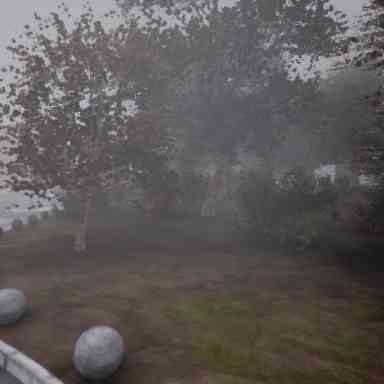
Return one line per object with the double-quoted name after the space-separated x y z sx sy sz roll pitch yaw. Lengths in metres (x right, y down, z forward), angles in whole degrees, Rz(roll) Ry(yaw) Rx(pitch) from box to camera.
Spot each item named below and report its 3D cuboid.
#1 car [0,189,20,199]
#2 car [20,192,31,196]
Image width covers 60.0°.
-28.109 0.105 48.932 1.946 1.575 5.366 0 3 2 "car"
-27.915 -0.435 54.718 2.435 2.045 5.566 0 3 2 "car"
